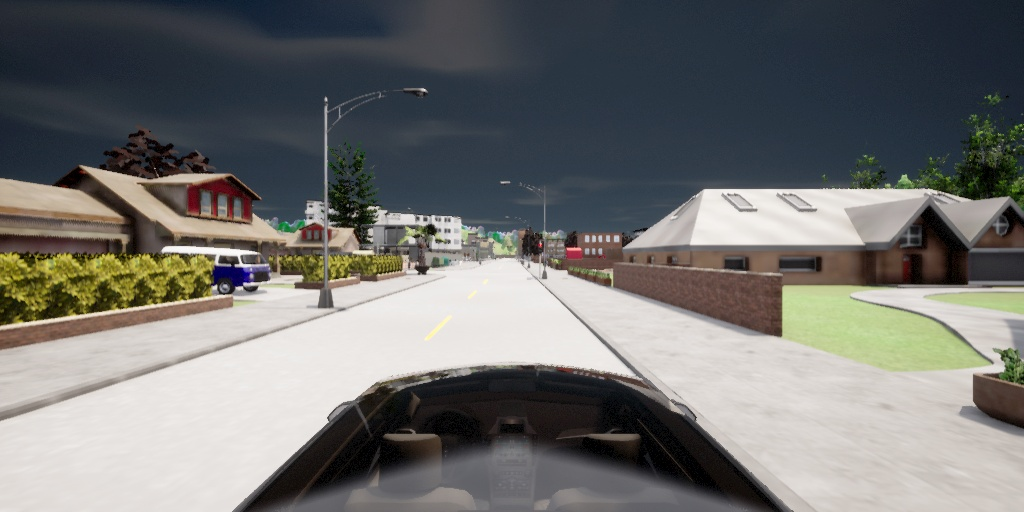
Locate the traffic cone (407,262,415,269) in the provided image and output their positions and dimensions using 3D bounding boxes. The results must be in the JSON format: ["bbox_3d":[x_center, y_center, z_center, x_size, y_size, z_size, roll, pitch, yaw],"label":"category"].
[{"bbox_3d":[-15.751,1.531,56.035,0.344,0.586,0.344,0,0,0],"label":"traffic cone"}]

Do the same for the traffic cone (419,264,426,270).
[{"bbox_3d":[-14.391,1.552,57.644,0.344,0.586,0.344,0,0,0],"label":"traffic cone"}]

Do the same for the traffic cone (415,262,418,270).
[{"bbox_3d":[-15.390,1.527,56.604,0.344,0.586,0.344,0,0,0],"label":"traffic cone"}]
